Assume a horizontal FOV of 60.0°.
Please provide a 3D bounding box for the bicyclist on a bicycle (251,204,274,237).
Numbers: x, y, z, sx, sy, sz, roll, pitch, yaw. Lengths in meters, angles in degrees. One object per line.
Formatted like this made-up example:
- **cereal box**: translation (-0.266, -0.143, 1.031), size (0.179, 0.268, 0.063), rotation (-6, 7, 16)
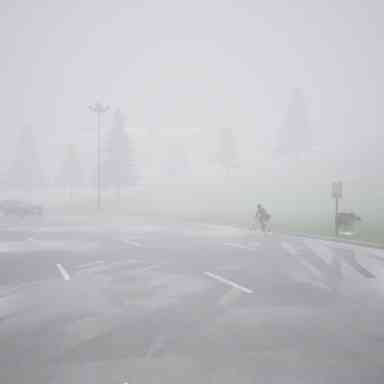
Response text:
- **bicyclist on a bicycle**: translation (3.517, 1.447, 16.738), size (0.582, 1.620, 1.656), rotation (0, -2, -31)

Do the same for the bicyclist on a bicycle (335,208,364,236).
- **bicyclist on a bicycle**: translation (7.692, 1.543, 16.531), size (0.582, 1.656, 1.620), rotation (-29, 5, -17)

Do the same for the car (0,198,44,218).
- **car**: translation (-15.390, 1.526, 30.394), size (4.674, 1.442, 1.812), rotation (0, 0, 36)
